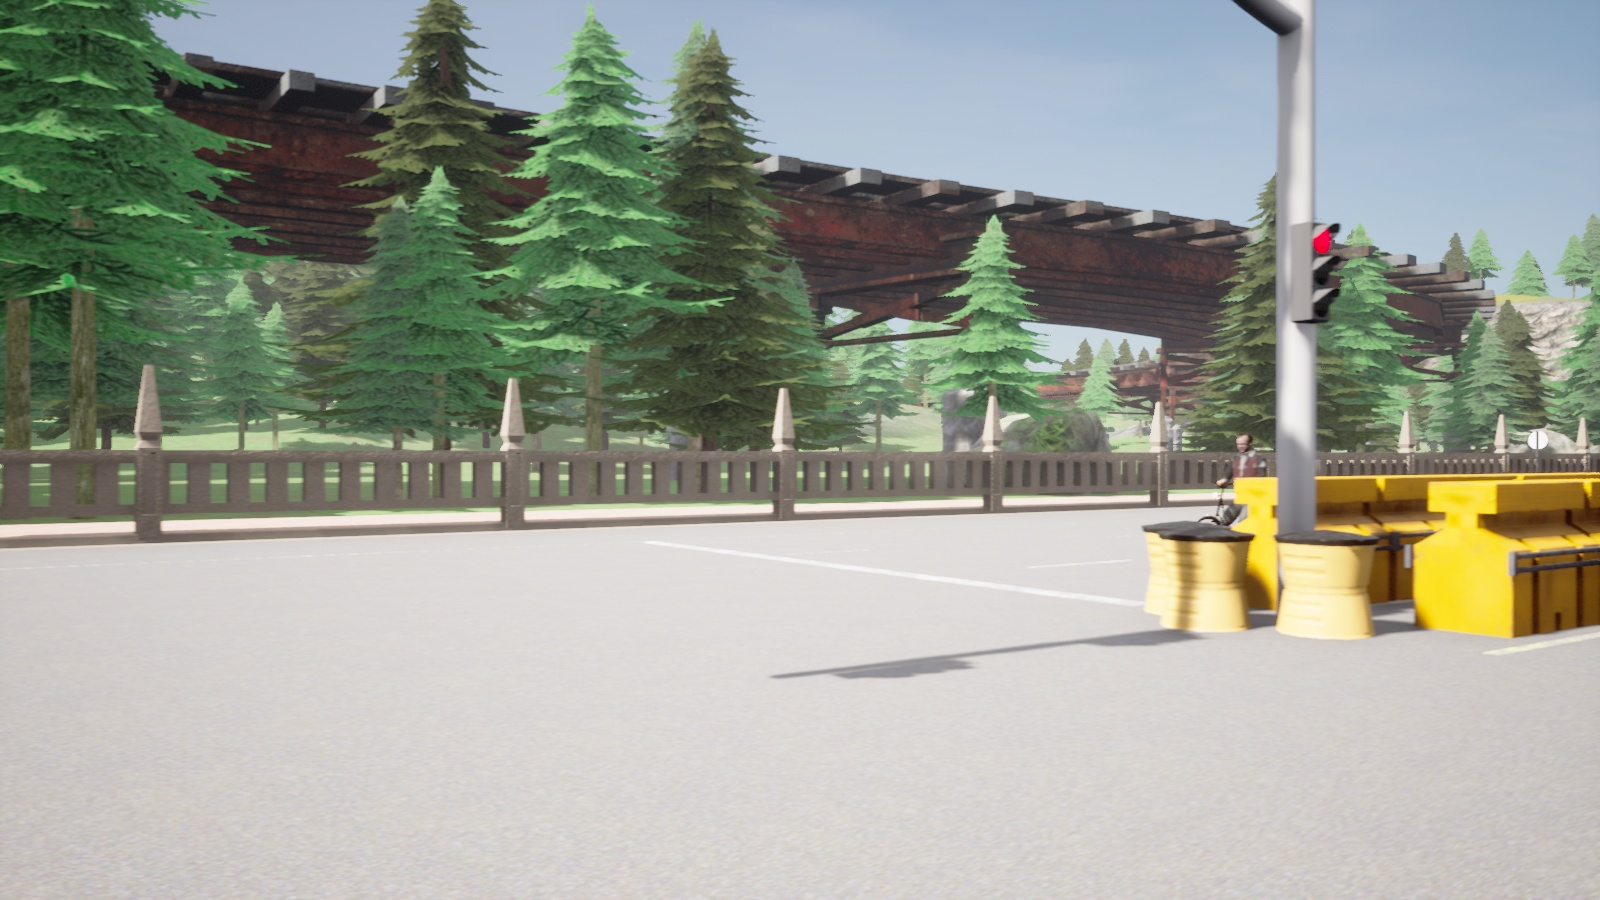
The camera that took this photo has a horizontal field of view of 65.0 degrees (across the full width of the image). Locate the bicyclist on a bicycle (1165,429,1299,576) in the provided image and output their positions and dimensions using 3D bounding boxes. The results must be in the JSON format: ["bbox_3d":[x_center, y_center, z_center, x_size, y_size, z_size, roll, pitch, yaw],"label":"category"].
[{"bbox_3d":[5.537,0.643,16.042,1.843,1.776,0.659,0,0,-35],"label":"bicyclist on a bicycle"}]
